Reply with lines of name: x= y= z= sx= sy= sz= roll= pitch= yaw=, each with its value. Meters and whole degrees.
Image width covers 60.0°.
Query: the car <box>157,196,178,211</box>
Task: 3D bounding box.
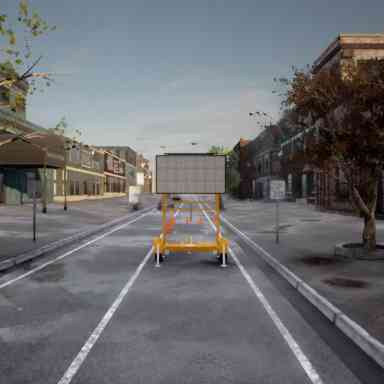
car: x=-3.239 y=1.490 z=41.160 sx=2.128 sy=1.511 sz=4.902 roll=0 pitch=0 yaw=0

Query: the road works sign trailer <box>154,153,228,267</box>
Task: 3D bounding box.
road works sign trailer: x=-0.037 y=0.466 z=11.431 sx=2.380 sy=3.560 sz=2.880 roll=0 pitch=0 yaw=0

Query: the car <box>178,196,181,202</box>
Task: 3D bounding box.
car: x=-3.241 y=1.412 z=71.248 sx=1.895 sy=1.301 sz=4.718 roll=0 pitch=1 yaw=0
